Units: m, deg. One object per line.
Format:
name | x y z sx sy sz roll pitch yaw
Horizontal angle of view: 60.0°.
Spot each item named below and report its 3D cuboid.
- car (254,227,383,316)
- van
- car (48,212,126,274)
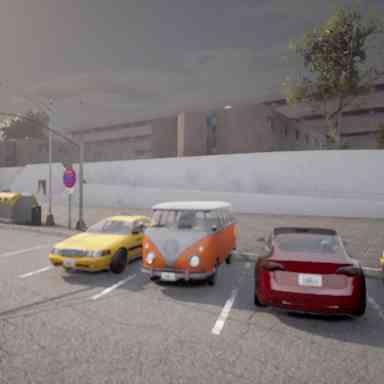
car | 2.548 1.516 7.691 2.163 1.488 4.792 0 -1 15
van | 0.085 1.252 9.276 1.878 1.987 4.442 1 -1 15
car | -2.368 1.468 10.934 1.946 1.575 5.366 1 -1 15
